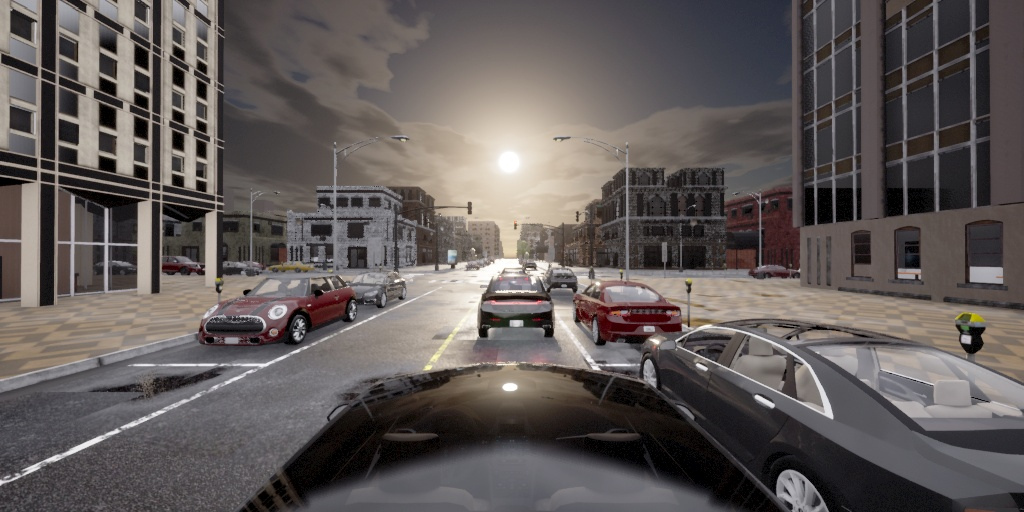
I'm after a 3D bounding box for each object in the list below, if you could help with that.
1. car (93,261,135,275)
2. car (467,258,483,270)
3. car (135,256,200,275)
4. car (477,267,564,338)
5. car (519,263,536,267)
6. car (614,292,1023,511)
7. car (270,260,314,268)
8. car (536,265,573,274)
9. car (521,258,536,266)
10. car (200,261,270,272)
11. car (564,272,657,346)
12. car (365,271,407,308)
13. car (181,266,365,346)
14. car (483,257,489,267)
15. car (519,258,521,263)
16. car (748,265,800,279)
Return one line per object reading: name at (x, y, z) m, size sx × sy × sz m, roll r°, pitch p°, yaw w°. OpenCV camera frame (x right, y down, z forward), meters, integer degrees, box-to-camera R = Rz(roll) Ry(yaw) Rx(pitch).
car at (-36.500, 1.131, 33.204) m, size 4.403 × 1.370 × 2.007 m, roll 0°, pitch 0°, yaw 1°
car at (-5.709, 1.339, 53.045) m, size 1.802 × 1.307 × 4.207 m, roll 0°, pitch 0°, yaw 0°
car at (-30.964, 0.918, 33.121) m, size 5.009 × 1.841 × 2.192 m, roll 0°, pitch 0°, yaw 1°
car at (0.098, 1.242, 10.168) m, size 2.128 × 1.511 × 4.902 m, roll 0°, pitch 0°, yaw 0°
car at (0.092, 1.316, 20.592) m, size 1.994 × 1.385 × 4.181 m, roll 0°, pitch 0°, yaw 0°
car at (2.690, 1.301, 3.569) m, size 2.007 × 1.370 × 4.403 m, roll 0°, pitch 0°, yaw 0°
car at (-25.469, 1.198, 41.419) m, size 4.829 × 1.417 × 1.751 m, roll 0°, pitch 0°, yaw 1°
car at (2.683, 1.303, 20.645) m, size 2.007 × 1.370 × 4.403 m, roll 0°, pitch 0°, yaw 0°
car at (2.671, 1.322, 53.035) m, size 1.948 × 1.339 × 4.313 m, roll 0°, pitch 0°, yaw 0°
car at (-25.427, 1.177, 33.037) m, size 4.403 × 1.370 × 2.007 m, roll 0°, pitch 0°, yaw 1°
car at (2.687, 1.296, 9.261) m, size 1.888 × 1.381 × 4.507 m, roll 0°, pitch 0°, yaw 0°
car at (-5.695, 1.302, 14.967) m, size 2.007 × 1.370 × 4.403 m, roll 0°, pitch 0°, yaw 0°
car at (-5.693, 1.190, 9.275) m, size 1.967 × 1.591 × 4.097 m, roll 0°, pitch 0°, yaw 0°
car at (-5.714, 1.309, 64.088) m, size 2.007 × 1.370 × 4.403 m, roll 0°, pitch 0°, yaw 0°
car at (2.667, 1.341, 64.077) m, size 1.802 × 1.307 × 4.207 m, roll 0°, pitch 0°, yaw 0°
car at (23.631, 1.433, 32.265) m, size 4.207 × 1.307 × 1.802 m, roll 0°, pitch 0°, yaw 1°
